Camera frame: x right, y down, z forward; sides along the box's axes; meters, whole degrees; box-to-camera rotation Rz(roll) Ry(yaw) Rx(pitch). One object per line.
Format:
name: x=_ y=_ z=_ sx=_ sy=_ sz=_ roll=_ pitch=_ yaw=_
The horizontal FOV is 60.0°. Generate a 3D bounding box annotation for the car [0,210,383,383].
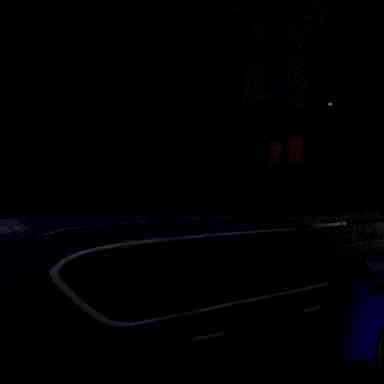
car: x=0.364 y=1.230 z=3.699 sx=5.566 sy=2.045 sz=2.150 roll=0 pitch=0 yaw=-35
